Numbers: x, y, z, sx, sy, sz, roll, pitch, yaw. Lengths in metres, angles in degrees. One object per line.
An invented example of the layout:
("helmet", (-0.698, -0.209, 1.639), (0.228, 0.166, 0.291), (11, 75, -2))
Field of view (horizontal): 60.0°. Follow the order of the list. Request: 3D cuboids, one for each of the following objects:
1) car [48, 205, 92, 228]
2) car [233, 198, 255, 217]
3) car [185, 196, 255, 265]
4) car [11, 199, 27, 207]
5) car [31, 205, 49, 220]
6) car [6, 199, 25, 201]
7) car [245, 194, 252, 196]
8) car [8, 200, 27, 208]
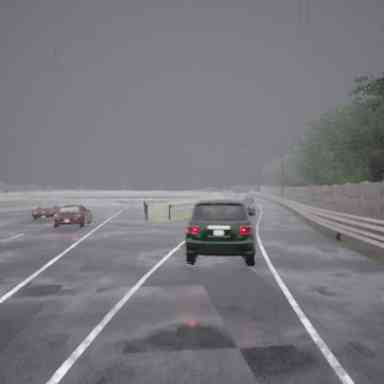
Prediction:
("car", (-8.093, 1.624, 22.833), (1.812, 1.442, 4.674), (0, -1, -8))
("car", (5.571, 1.595, 35.213), (2.097, 1.767, 4.553), (-1, 0, 13))
("car", (1.094, 1.286, 12.155), (2.150, 2.045, 5.566), (0, -1, 7))
("car", (-41.302, 2.561, 79.584), (2.097, 1.767, 4.553), (0, -2, -8))
("car", (-12.519, 1.759, 29.485), (1.895, 1.301, 4.718), (0, -1, -8))
("car", (-30.795, 2.083, 56.522), (2.128, 1.511, 4.902), (0, -1, -8))
("car", (11.759, 1.375, 69.453), (2.097, 1.767, 4.553), (0, 1, 8))
("car", (-36.217, 2.429, 69.177), (2.128, 1.511, 4.902), (0, -2, -8))
